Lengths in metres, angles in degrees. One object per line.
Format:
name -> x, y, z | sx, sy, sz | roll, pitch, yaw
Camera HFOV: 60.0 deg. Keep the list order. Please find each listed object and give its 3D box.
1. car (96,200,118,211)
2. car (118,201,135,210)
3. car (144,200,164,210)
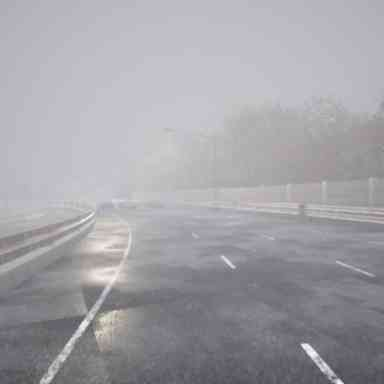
car -> -13.554, 2.069, 51.791 | 1.837, 1.490, 4.892 | 0, -1, -29
car -> -10.680, 2.115, 53.774 | 1.994, 1.385, 4.181 | 0, -1, -30
car -> -6.072, 1.987, 52.655 | 2.128, 1.511, 4.902 | 0, -1, -28
